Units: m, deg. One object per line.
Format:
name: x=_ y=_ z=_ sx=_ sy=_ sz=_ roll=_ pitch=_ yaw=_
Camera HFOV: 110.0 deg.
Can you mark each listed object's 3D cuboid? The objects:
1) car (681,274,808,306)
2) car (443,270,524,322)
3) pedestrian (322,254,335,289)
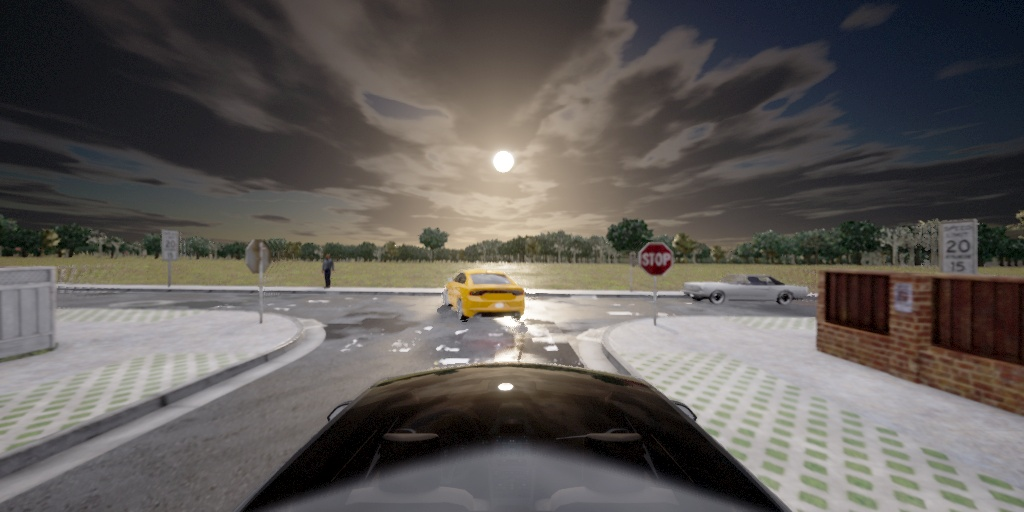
car: x=10.252 y=1.470 z=16.106 sx=4.718 sy=1.301 sz=1.895 roll=1 pitch=0 yaw=0
car: x=-1.121 y=1.205 z=12.454 sx=1.882 sy=1.535 sz=5.008 roll=2 pitch=0 yaw=-18
pedestrian: x=-9.706 y=0.775 z=18.888 sx=0.375 sy=1.860 sz=0.375 roll=0 pitch=-1 yaw=0
